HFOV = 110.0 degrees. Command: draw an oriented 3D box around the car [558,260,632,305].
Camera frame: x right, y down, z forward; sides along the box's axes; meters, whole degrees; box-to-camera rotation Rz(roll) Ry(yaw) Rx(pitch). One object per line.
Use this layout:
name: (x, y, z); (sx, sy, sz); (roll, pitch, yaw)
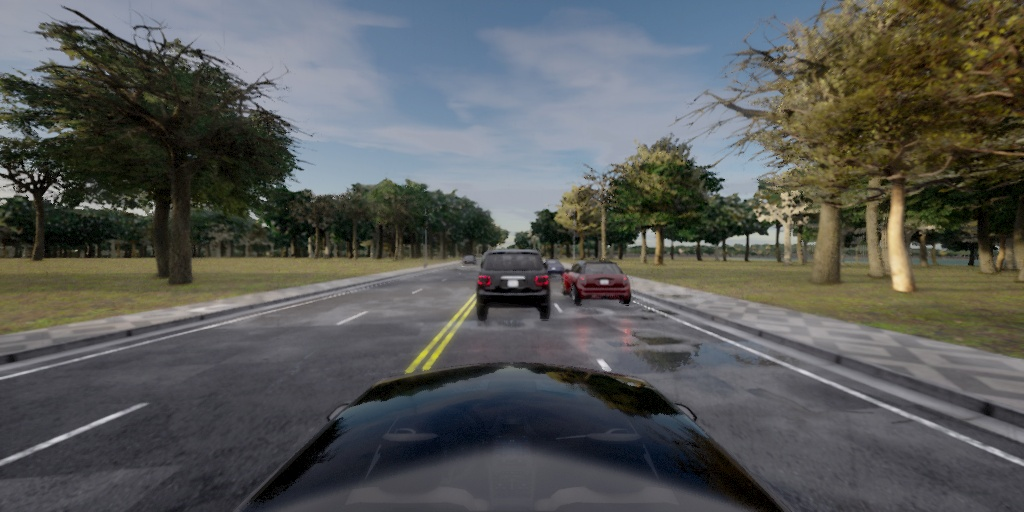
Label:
car: (3.351, 0.939, 15.042); (2.097, 1.767, 4.553); (0, 1, 1)

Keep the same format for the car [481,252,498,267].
car: (-3.208, 0.397, 51.911); (2.150, 2.045, 5.566); (0, 1, 0)

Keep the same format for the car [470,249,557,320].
car: (0.073, 0.836, 12.171); (2.150, 2.045, 5.566); (0, 0, 1)

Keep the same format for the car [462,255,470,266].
car: (-6.438, 0.655, 54.380); (1.837, 1.490, 4.892); (0, 0, 1)
